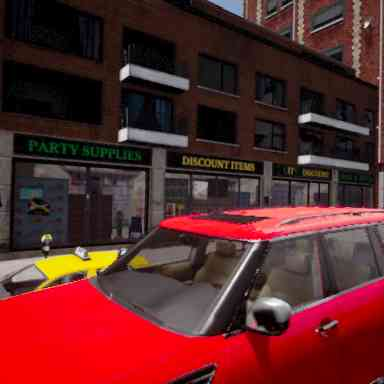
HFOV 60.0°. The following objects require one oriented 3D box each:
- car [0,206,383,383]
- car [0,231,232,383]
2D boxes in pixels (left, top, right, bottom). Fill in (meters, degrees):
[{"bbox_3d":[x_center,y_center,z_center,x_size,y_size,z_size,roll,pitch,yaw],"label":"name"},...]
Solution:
[{"bbox_3d":[0.510,1.222,3.428,5.566,2.045,2.150,0,0,-35],"label":"car"},{"bbox_3d":[-1.844,1.526,4.755,4.829,1.417,1.752,0,2,-35],"label":"car"}]
